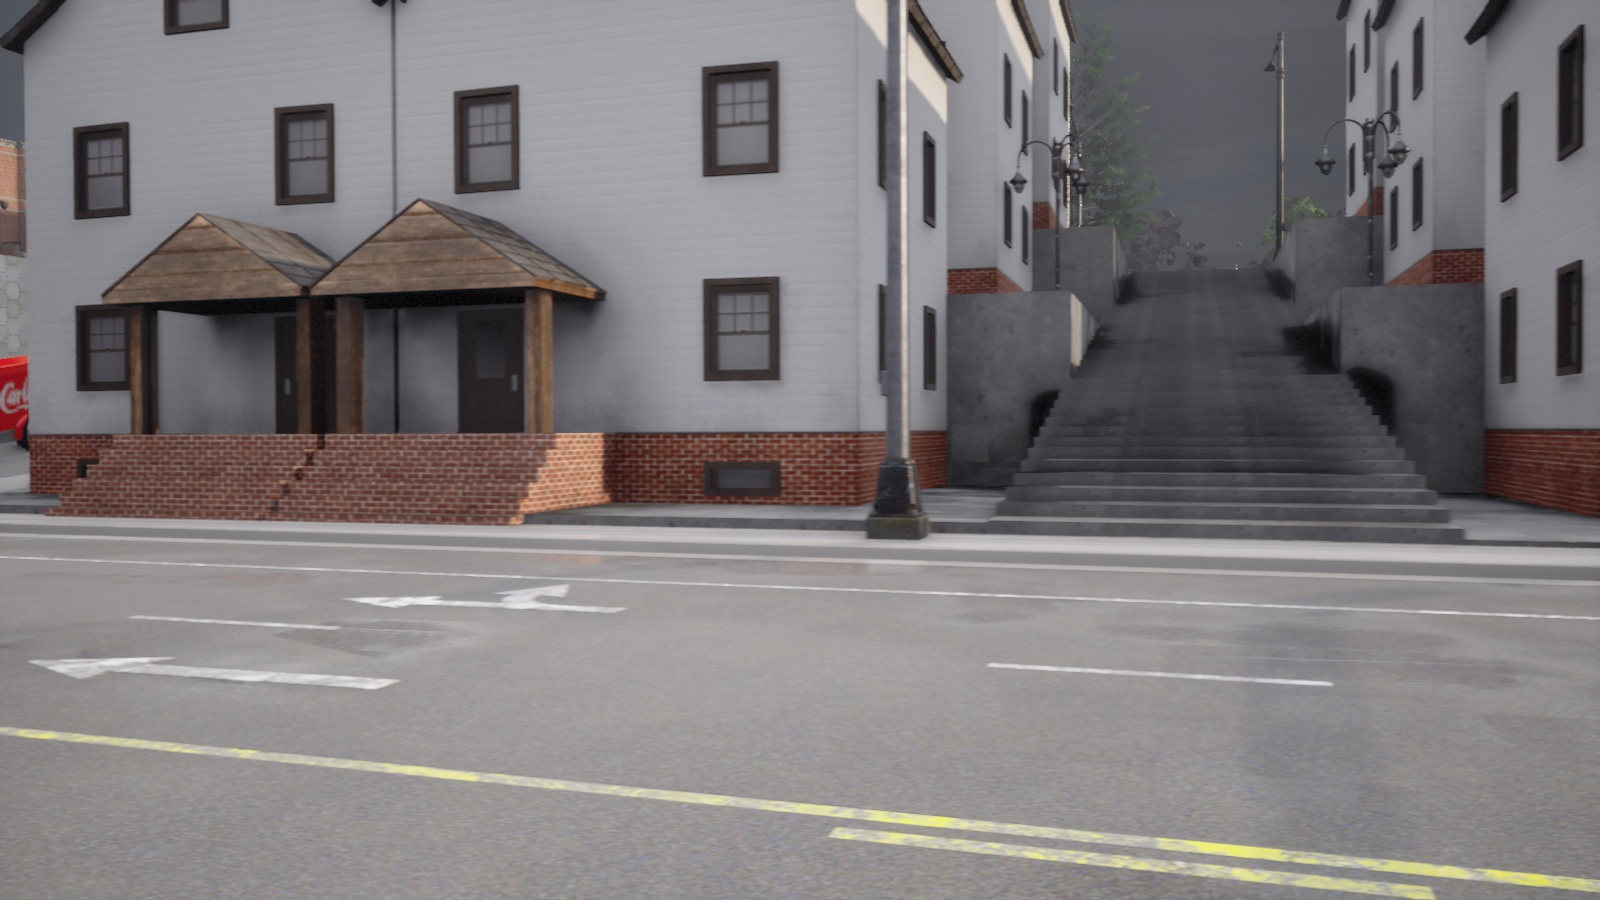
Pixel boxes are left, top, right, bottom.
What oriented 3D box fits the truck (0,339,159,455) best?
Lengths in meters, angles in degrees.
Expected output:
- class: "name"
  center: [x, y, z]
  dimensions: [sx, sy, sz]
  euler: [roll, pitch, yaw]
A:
- class: "truck"
  center: [-21.686, -1.619, 36.070]
  dimensions: [2.627, 2.467, 5.204]
  euler: [1, 12, 18]
